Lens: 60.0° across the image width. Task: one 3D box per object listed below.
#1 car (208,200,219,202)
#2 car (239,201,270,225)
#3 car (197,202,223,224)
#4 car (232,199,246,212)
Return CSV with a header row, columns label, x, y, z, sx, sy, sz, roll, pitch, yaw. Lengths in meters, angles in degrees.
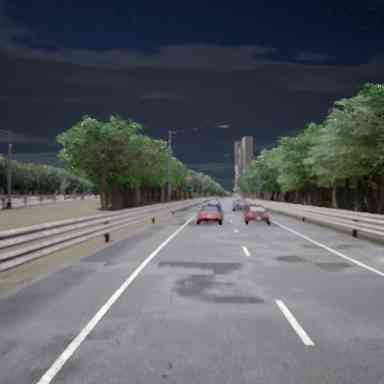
label,x,y,z,sx,sy,sz,roll,pitch,yaw
car,2.897,1.772,44.176,1.882,1.535,5.008,0,0,5
car,4.939,1.719,26.013,1.812,1.442,4.674,0,0,5
car,1.458,1.730,26.320,1.994,1.385,4.181,0,0,5
car,6.401,1.674,44.108,2.097,1.767,4.553,0,-1,5
